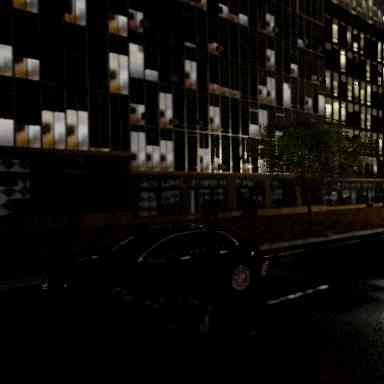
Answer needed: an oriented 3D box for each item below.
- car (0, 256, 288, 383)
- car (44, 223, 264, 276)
[{"bbox_3d":[-1.489,1.600,2.591,4.718,1.301,1.895,0,0,-35],"label":"car"},{"bbox_3d":[-0.581,1.489,7.210,4.892,1.490,1.837,0,0,-35],"label":"car"}]
